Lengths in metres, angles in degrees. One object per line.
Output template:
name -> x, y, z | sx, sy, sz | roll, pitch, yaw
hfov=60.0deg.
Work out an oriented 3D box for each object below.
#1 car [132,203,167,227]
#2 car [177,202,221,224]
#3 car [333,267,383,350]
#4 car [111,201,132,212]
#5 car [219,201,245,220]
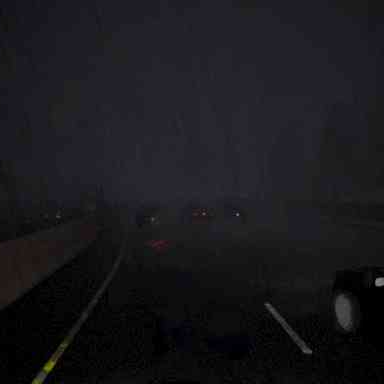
car -> -2.986, 1.555, 23.591 | 1.837, 1.490, 4.892 | 0, 0, -14
car -> 0.195, 1.593, 25.560 | 2.033, 1.411, 5.357 | 0, 0, -15
car -> 3.386, 1.476, 3.665 | 1.882, 1.535, 5.008 | 0, 0, -2
car -> -8.638, 1.695, 40.404 | 1.895, 1.301, 4.718 | 0, 0, -23
car -> 2.962, 1.548, 28.493 | 1.837, 1.490, 4.892 | 0, 0, -15
